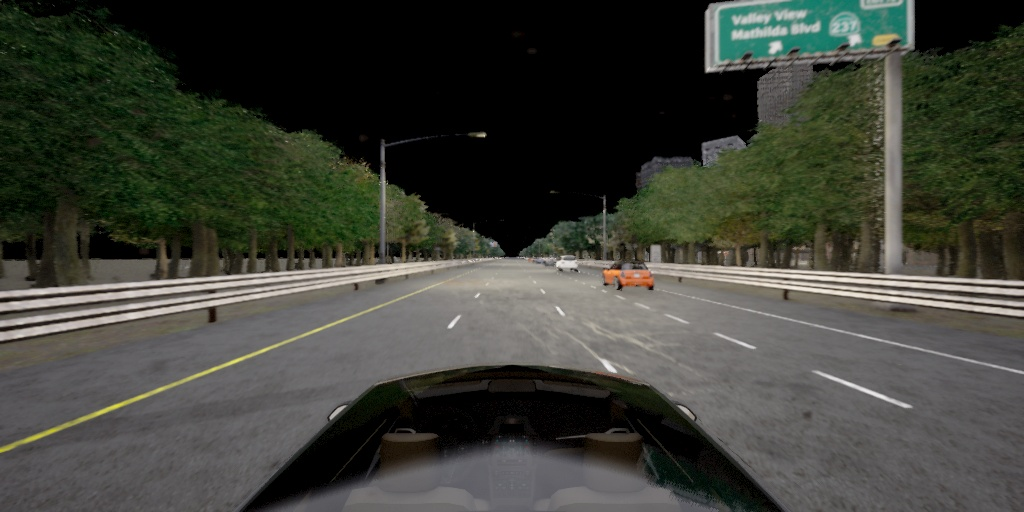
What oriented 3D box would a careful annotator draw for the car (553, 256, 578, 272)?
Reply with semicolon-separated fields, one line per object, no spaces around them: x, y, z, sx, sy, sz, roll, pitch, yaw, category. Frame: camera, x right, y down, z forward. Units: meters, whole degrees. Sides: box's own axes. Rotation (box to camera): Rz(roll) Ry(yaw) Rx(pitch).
6.999;0.993;46.197;2.150;2.045;5.566;0;0;0;car

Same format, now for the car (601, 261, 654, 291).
7.000;1.109;22.198;2.097;1.767;4.553;0;0;0;car
